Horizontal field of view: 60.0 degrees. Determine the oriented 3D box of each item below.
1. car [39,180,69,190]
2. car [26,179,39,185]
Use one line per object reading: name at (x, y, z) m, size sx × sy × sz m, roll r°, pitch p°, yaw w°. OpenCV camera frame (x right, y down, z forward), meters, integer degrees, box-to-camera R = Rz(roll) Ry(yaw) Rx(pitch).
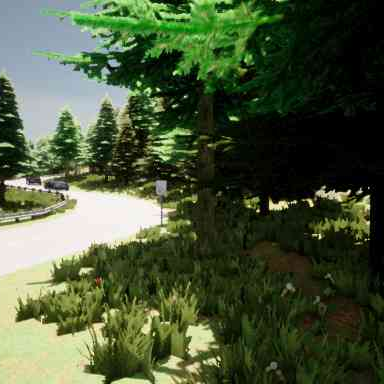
car at (-18.827, -0.986, 46.137) m, size 4.181 × 1.385 × 1.994 m, roll 6°, pitch 4°, yaw 40°
car at (-25.451, -1.912, 53.406) m, size 1.837 × 1.490 × 4.892 m, roll 0°, pitch 5°, yaw -34°
